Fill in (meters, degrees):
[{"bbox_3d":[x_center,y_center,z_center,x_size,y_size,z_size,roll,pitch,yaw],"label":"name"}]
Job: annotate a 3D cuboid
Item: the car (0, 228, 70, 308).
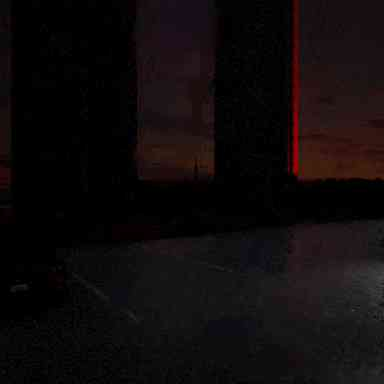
[{"bbox_3d":[-4.291,1.550,7.636,1.994,1.381,4.181,0,0,-36],"label":"car"}]
